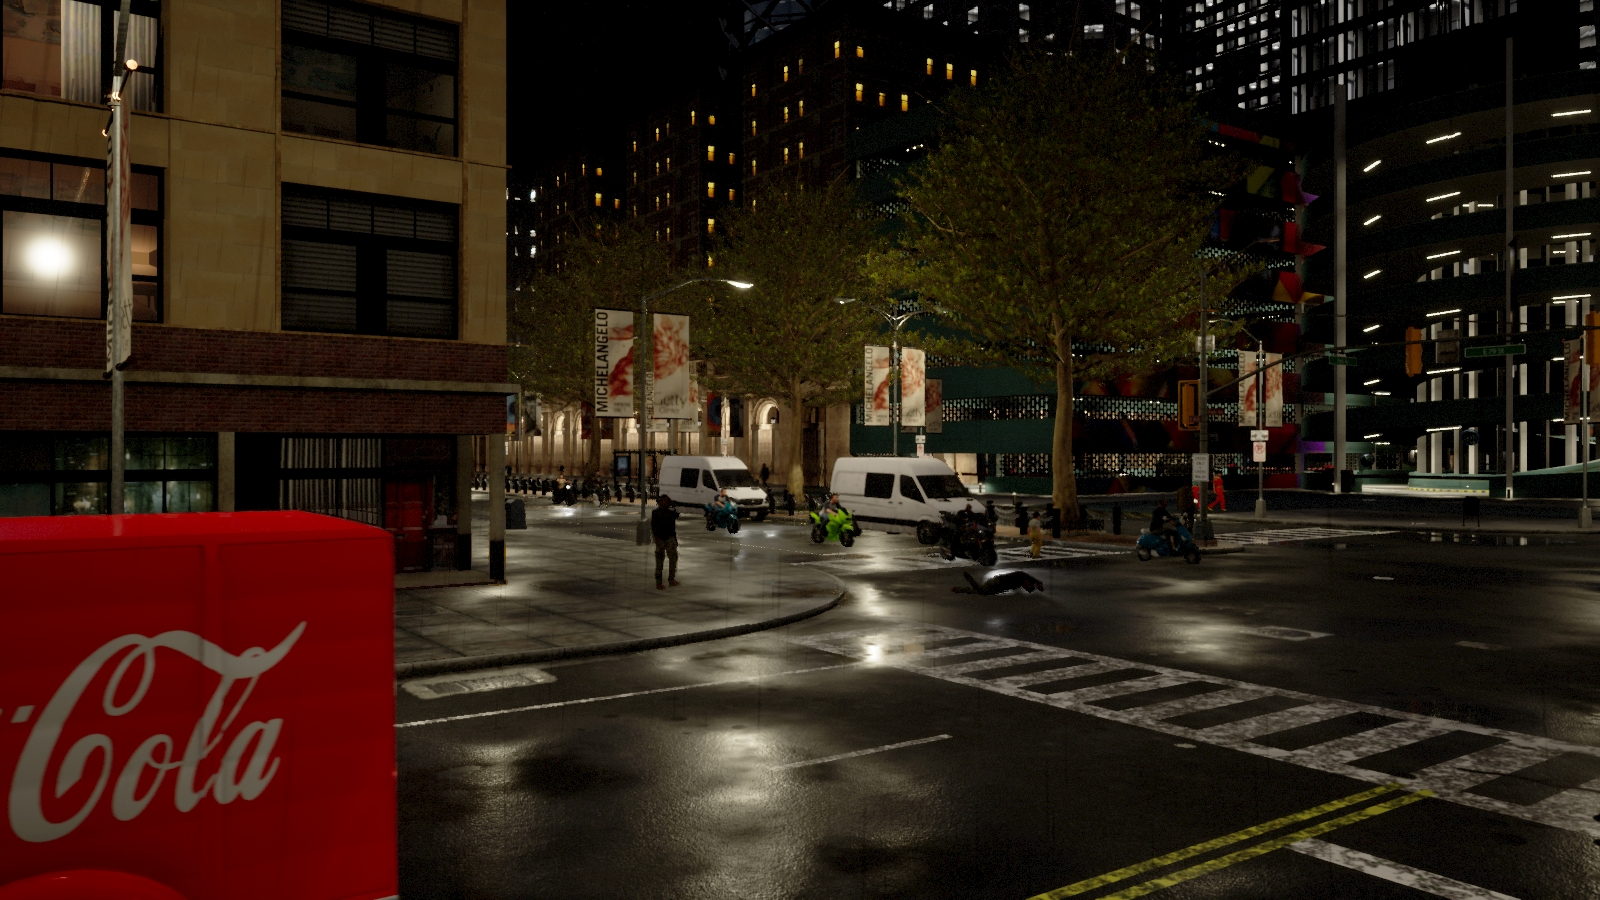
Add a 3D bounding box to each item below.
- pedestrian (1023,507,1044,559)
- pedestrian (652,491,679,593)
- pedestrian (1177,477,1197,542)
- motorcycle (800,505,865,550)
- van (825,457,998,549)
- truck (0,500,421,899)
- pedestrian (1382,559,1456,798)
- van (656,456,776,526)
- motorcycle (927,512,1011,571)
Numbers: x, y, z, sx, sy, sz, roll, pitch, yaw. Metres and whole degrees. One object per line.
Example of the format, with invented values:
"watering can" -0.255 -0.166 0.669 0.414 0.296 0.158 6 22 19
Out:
"pedestrian" 5.995 2.129 29.348 0.375 1.300 0.375 0 0 -39
"pedestrian" -2.496 1.699 21.221 0.375 1.860 0.375 0 0 -29
"pedestrian" 11.123 1.704 32.845 0.375 1.860 0.375 0 0 -34
"motorcycle" 0.922 2.212 33.113 0.803 1.145 2.033 0 0 -35
"van" 3.353 1.533 35.736 1.988 2.561 5.915 0 0 -35
"truck" -4.606 1.569 4.786 5.204 2.467 2.627 0 0 -34
"pedestrian" 5.062 1.848 9.351 0.375 1.860 0.375 0 0 -17
"van" -3.450 1.534 45.395 1.988 2.561 5.915 0 0 -35
"motorcycle" 4.108 2.205 28.007 0.867 1.251 2.209 -1 0 -29
